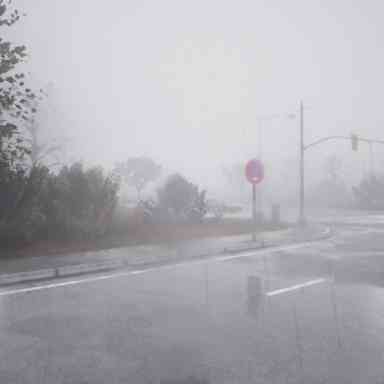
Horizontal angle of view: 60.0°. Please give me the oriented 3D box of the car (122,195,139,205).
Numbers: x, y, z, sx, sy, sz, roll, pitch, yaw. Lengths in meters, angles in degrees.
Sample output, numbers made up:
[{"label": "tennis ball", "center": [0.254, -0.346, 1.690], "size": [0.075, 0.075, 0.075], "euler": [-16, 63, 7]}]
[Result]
[{"label": "car", "center": [-10.072, 1.222, 54.133], "size": [2.033, 1.411, 5.357], "euler": [0, 1, -28]}]

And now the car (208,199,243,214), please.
[{"label": "car", "center": [2.748, 1.436, 33.509], "size": [2.033, 1.411, 5.357], "euler": [0, 0, -32]}]
